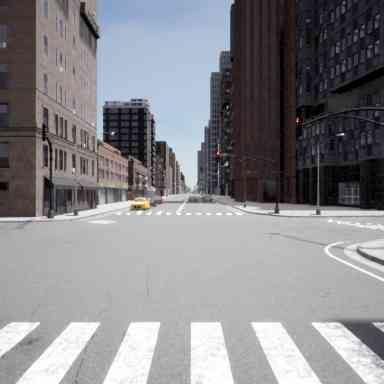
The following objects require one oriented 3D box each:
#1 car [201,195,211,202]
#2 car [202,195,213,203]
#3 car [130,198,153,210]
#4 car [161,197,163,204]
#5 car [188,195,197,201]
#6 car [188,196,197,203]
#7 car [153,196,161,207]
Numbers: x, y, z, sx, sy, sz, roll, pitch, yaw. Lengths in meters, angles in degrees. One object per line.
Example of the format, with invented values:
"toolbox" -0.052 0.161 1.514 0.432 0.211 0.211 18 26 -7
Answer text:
"car" 3.380 1.500 81.363 2.128 1.511 4.902 0 0 0
"car" 3.364 1.533 70.943 2.128 1.511 4.902 0 0 0
"car" -6.530 1.486 42.173 1.882 1.535 5.008 0 0 0
"car" -6.464 1.488 61.844 1.882 1.535 5.008 0 0 0
"car" 0.132 1.558 82.109 1.994 1.385 4.181 0 0 0
"car" 0.139 1.527 71.795 2.128 1.511 4.902 0 0 0
"car" -6.501 1.574 51.423 1.994 1.385 4.181 0 0 1
